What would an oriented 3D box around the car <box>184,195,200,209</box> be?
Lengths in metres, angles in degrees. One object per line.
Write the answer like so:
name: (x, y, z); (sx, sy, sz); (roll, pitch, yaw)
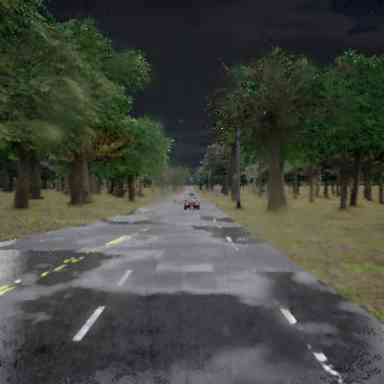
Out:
car: (-0.014, 1.453, 41.856); (1.895, 1.301, 4.718); (0, 0, 0)
